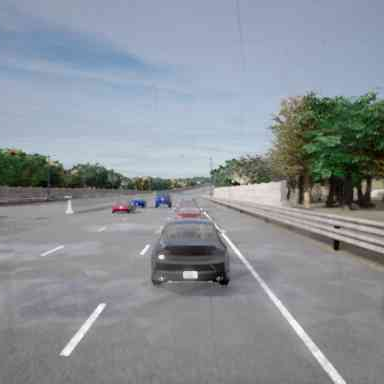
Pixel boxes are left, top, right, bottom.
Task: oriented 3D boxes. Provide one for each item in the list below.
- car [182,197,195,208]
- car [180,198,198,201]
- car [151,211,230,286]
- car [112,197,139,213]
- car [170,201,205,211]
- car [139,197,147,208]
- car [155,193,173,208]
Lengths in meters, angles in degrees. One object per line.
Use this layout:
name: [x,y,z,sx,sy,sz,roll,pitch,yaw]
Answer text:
car: [-0.524,1.489,47.630,1.812,1.442,4.674,0,0,-1]
car: [-0.275,1.481,27.894,1.837,1.490,4.892,0,0,-1]
car: [-0.048,1.495,9.403,1.837,1.490,4.892,0,0,0]
car: [-7.319,1.535,36.119,1.994,1.385,4.181,0,0,-1]
car: [-0.159,1.507,20.472,1.812,1.442,4.674,0,0,-1]
car: [-7.519,1.440,47.245,1.882,1.535,5.008,0,0,-1]
car: [-4.027,1.180,47.782,2.150,2.045,5.566,0,-1,-1]
